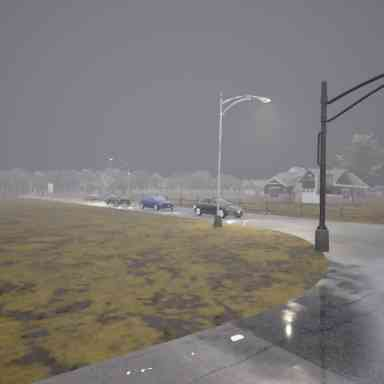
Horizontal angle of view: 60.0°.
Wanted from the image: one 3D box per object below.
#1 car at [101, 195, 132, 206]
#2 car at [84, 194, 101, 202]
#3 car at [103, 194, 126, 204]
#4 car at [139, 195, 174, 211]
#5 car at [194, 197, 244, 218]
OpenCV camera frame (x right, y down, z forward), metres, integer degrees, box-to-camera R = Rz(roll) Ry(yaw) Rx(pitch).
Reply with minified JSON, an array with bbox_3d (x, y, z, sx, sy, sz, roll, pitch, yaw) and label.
[{"bbox_3d":[-9.529,1.108,42.770,1.895,1.301,4.718,2,-1,-35],"label":"car"},{"bbox_3d":[-18.194,1.007,61.142,2.033,1.411,5.357,2,-1,-35],"label":"car"},{"bbox_3d":[-12.396,1.087,52.991,1.994,1.385,4.181,2,-1,-35],"label":"car"},{"bbox_3d":[-3.739,1.083,34.617,1.882,1.535,5.008,2,0,-36],"label":"car"},{"bbox_3d":[2.056,1.226,26.470,1.837,1.490,4.892,2,0,-35],"label":"car"}]
